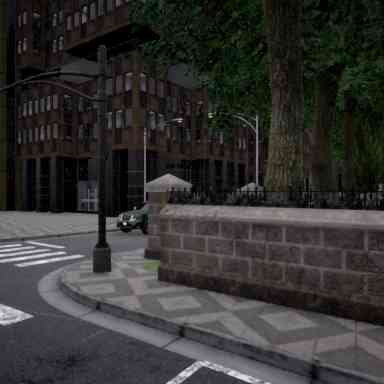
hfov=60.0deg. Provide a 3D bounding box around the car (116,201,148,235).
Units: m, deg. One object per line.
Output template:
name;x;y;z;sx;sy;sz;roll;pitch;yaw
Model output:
car;-2.385;1.584;22.008;2.150;2.045;5.566;0;-1;35
